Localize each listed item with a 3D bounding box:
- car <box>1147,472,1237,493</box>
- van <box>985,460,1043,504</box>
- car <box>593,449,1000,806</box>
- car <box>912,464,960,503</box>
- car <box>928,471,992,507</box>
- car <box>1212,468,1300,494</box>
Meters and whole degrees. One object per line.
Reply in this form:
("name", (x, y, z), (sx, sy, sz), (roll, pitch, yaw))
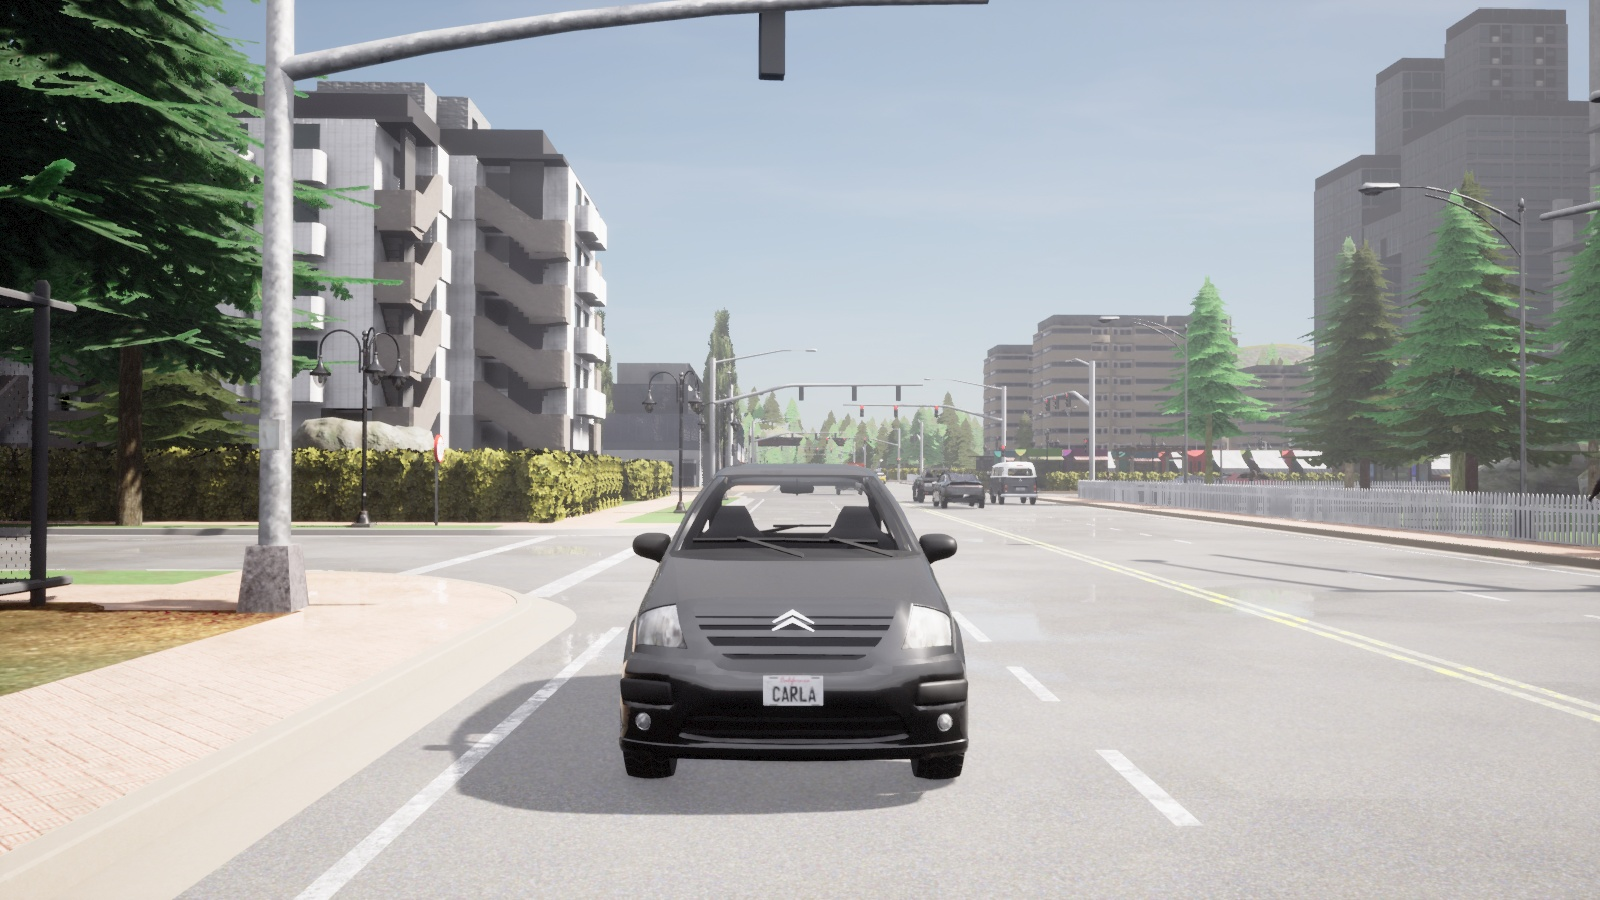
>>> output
("car", (26.166, 2.162, 83.874), (5.357, 1.411, 2.033), (0, -1, -1))
("van", (10.331, 1.517, 60.932), (2.069, 2.038, 4.480), (0, -1, 0))
("car", (-0.023, 0.842, 7.724), (1.851, 1.617, 3.988), (0, -1, 0))
("car", (6.823, 1.668, 63.518), (1.932, 1.855, 4.605), (0, -1, 0))
("car", (6.852, 1.653, 54.297), (2.128, 1.511, 4.902), (0, -1, 0))
("car", (29.204, 1.975, 80.458), (4.856, 1.649, 2.033), (0, -1, -2))
